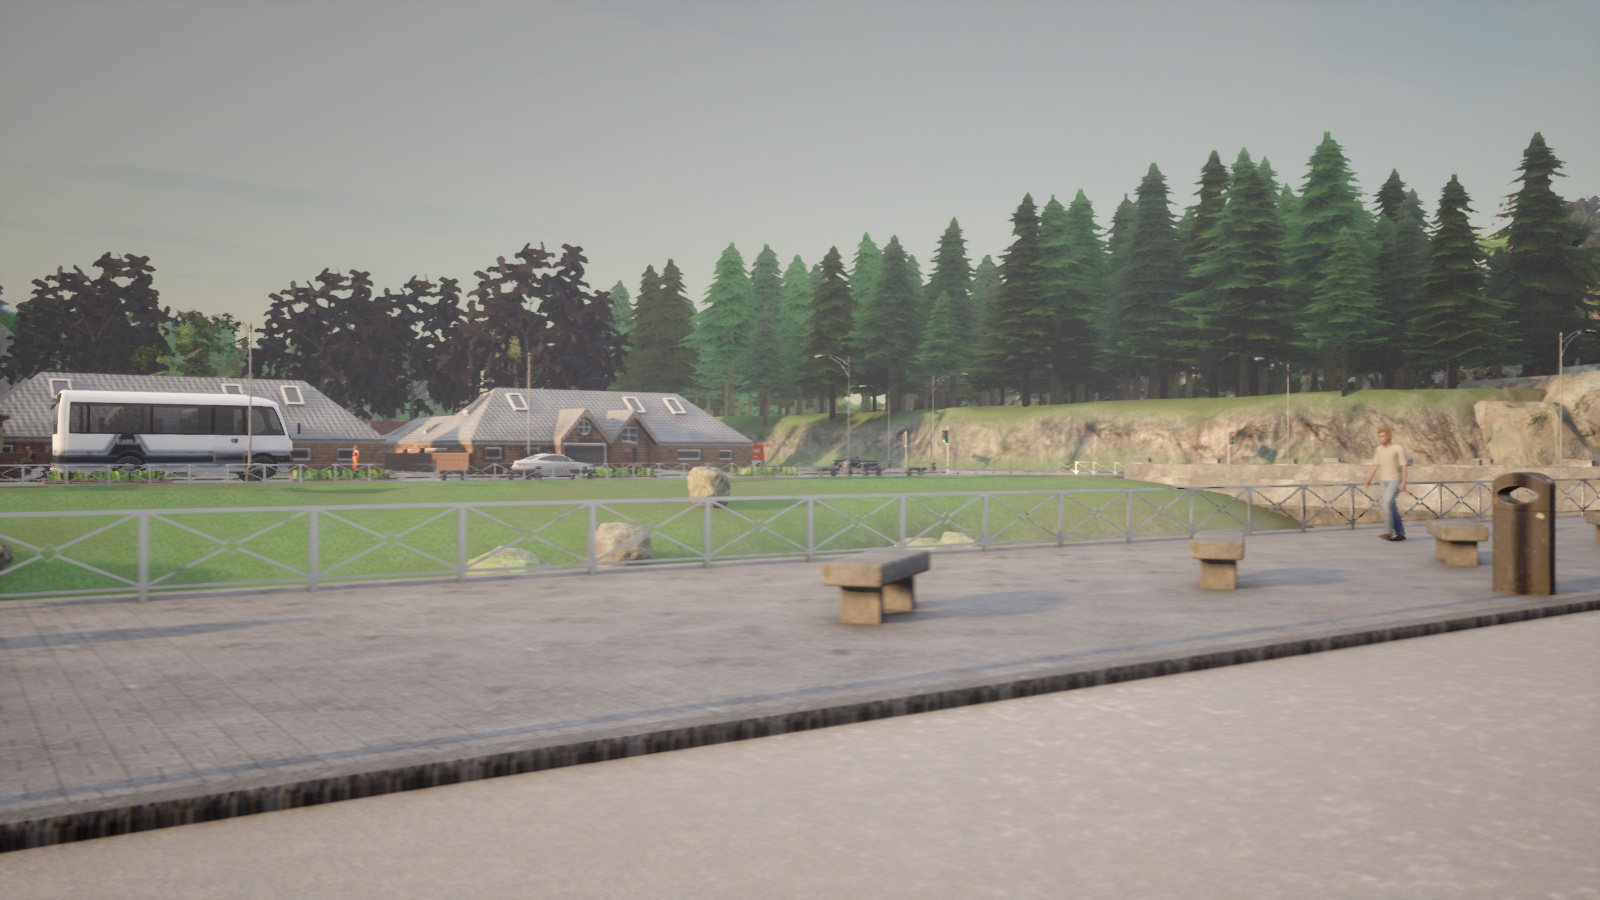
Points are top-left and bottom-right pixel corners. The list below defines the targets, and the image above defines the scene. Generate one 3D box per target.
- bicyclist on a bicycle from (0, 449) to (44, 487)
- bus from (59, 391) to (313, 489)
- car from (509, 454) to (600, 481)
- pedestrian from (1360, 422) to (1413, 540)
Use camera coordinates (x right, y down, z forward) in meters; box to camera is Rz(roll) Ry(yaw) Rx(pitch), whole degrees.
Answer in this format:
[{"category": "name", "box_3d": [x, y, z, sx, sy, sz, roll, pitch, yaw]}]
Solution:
[{"category": "bicyclist on a bicycle", "box_3d": [-36.514, 0.837, 58.858, 1.843, 1.776, 0.659, 0, 0, -35]}, {"category": "bus", "box_3d": [-28.874, -0.425, 59.305, 10.273, 4.253, 3.944, 0, 0, -35]}, {"category": "car", "box_3d": [-13.649, 0.971, 69.892, 4.674, 1.442, 1.812, 0, 0, -35]}, {"category": "pedestrian", "box_3d": [9.275, 0.484, 19.857, 0.706, 1.836, 0.354, 0, 0, -20]}]
